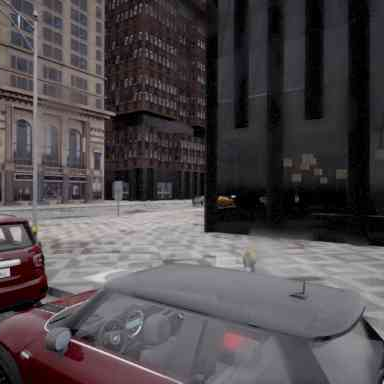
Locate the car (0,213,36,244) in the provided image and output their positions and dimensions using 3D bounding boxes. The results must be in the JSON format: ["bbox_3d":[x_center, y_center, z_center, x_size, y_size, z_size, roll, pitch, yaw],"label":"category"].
[{"bbox_3d":[-4.821,1.314,6.396,5.009,1.841,2.192,0,0,35],"label":"car"}]

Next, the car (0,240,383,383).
[{"bbox_3d":[-0.259,1.440,3.144,4.097,1.590,1.967,0,0,35],"label":"car"}]

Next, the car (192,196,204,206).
[{"bbox_3d":[1.930,1.374,52.075,2.128,1.511,4.902,0,0,36],"label":"car"}]
